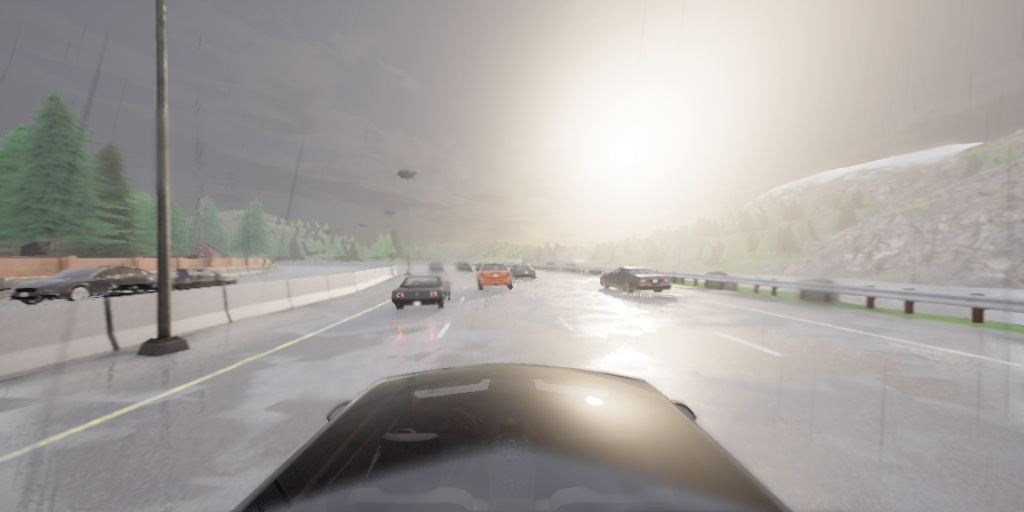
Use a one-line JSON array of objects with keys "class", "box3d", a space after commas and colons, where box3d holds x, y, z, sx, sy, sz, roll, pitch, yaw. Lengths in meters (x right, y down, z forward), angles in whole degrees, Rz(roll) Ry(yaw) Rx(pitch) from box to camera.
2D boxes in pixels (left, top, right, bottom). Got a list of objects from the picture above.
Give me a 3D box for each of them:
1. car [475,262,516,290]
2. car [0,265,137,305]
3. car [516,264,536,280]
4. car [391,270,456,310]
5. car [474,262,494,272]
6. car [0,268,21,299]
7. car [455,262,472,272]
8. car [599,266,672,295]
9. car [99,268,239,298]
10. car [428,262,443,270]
[{"class": "car", "box3d": [-1.283, 1.197, 23.852, 2.097, 1.767, 4.553, -1, 0, -8]}, {"class": "car", "box3d": [-18.036, 1.175, 15.518, 1.837, 1.490, 4.892, -1, 0, -5]}, {"class": "car", "box3d": [0.860, 1.411, 33.260, 1.994, 1.385, 4.181, -1, 0, -11]}, {"class": "car", "box3d": [-3.655, 1.451, 15.308, 1.895, 1.301, 4.718, -1, 0, -5]}, {"class": "car", "box3d": [-4.261, 1.558, 54.137, 1.994, 1.385, 4.181, -1, 0, -18]}, {"class": "car", "box3d": [-25.008, 1.314, 14.912, 2.033, 1.411, 5.357, -1, 0, -5]}, {"class": "car", "box3d": [-6.904, 1.528, 51.009, 1.837, 1.490, 4.892, 1, 0, -17]}, {"class": "car", "box3d": [6.570, 1.265, 19.762, 2.033, 1.411, 5.357, -1, 0, -8]}, {"class": "car", "box3d": [-14.545, 1.259, 15.791, 1.895, 1.301, 4.718, -1, 0, -5]}, {"class": "car", "box3d": [-11.519, 1.591, 54.037, 2.128, 1.511, 4.902, 0, 0, -19]}]
